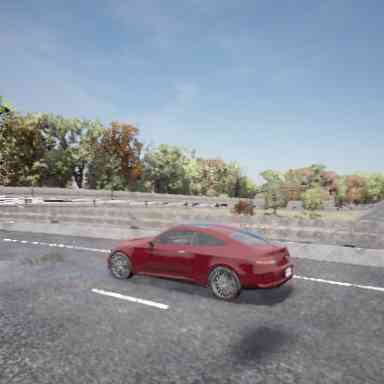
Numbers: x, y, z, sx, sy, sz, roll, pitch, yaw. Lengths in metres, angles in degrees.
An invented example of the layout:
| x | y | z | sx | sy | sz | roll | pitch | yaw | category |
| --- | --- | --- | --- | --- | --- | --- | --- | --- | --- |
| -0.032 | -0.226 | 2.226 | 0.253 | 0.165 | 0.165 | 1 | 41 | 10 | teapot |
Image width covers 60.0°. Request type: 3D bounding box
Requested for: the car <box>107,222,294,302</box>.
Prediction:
| x | y | z | sx | sy | sz | roll | pitch | yaw | category |
| --- | --- | --- | --- | --- | --- | --- | --- | --- | --- |
| 0.030 | 1.452 | 8.023 | 4.674 | 1.442 | 1.812 | 0 | 0 | 33 | car |
